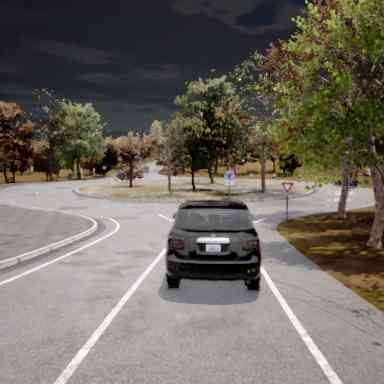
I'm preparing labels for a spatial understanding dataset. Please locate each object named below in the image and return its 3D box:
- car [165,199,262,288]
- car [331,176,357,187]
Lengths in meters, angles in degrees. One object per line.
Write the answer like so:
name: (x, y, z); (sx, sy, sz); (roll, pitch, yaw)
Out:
car: (0.580, 1.209, 9.405); (2.150, 2.045, 5.566); (0, 0, 3)
car: (21.562, -1.500, 47.271); (2.128, 1.511, 4.902); (0, 5, -2)
